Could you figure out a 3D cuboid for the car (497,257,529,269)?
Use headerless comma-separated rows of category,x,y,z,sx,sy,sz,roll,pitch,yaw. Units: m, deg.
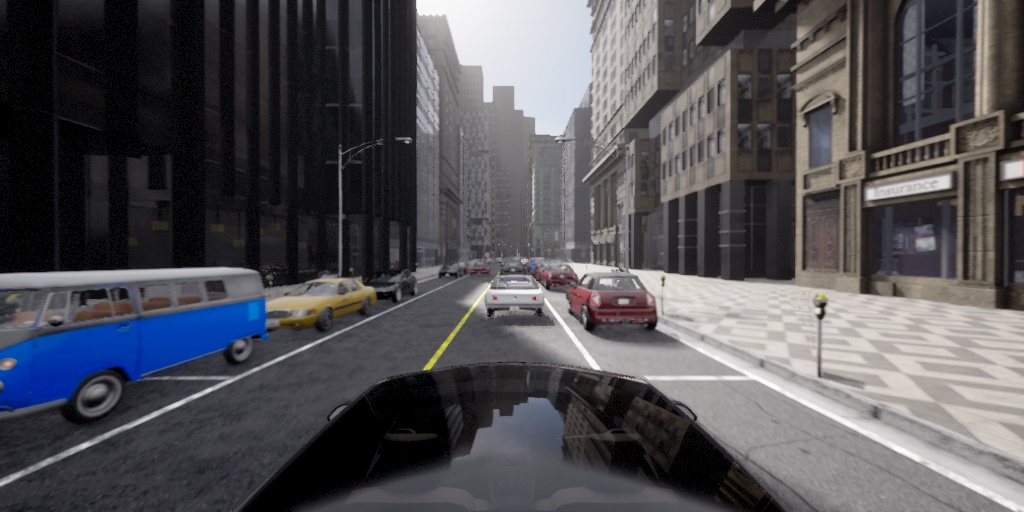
car,0.090,1.096,29.920,2.097,1.767,4.553,0,0,0

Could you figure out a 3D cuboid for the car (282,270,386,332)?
car,-5.669,1.273,10.914,1.751,1.417,4.829,0,0,0

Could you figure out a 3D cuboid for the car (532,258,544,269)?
car,2.854,1.184,28.035,1.967,1.591,4.097,0,0,0

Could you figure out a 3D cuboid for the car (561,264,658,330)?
car,2.856,1.187,11.090,1.967,1.591,4.097,0,0,0

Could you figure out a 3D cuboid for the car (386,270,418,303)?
car,-5.670,1.312,16.733,1.948,1.339,4.313,0,0,0

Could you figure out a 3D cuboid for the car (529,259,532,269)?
car,2.854,1.289,33.684,1.888,1.381,4.507,0,0,0

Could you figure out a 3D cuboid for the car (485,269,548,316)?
car,0.091,1.348,13.411,1.895,1.301,4.718,0,0,0

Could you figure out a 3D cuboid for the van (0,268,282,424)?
van,-5.669,1.090,5.435,1.690,1.789,3.998,0,0,0

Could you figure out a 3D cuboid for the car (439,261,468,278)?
car,-5.671,1.310,33.679,1.948,1.339,4.313,0,0,0

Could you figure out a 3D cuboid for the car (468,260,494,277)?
car,-3.100,1.345,35.802,1.895,1.301,4.718,0,0,0

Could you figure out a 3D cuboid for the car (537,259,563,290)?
car,2.855,1.185,22.387,1.967,1.591,4.097,0,0,0
